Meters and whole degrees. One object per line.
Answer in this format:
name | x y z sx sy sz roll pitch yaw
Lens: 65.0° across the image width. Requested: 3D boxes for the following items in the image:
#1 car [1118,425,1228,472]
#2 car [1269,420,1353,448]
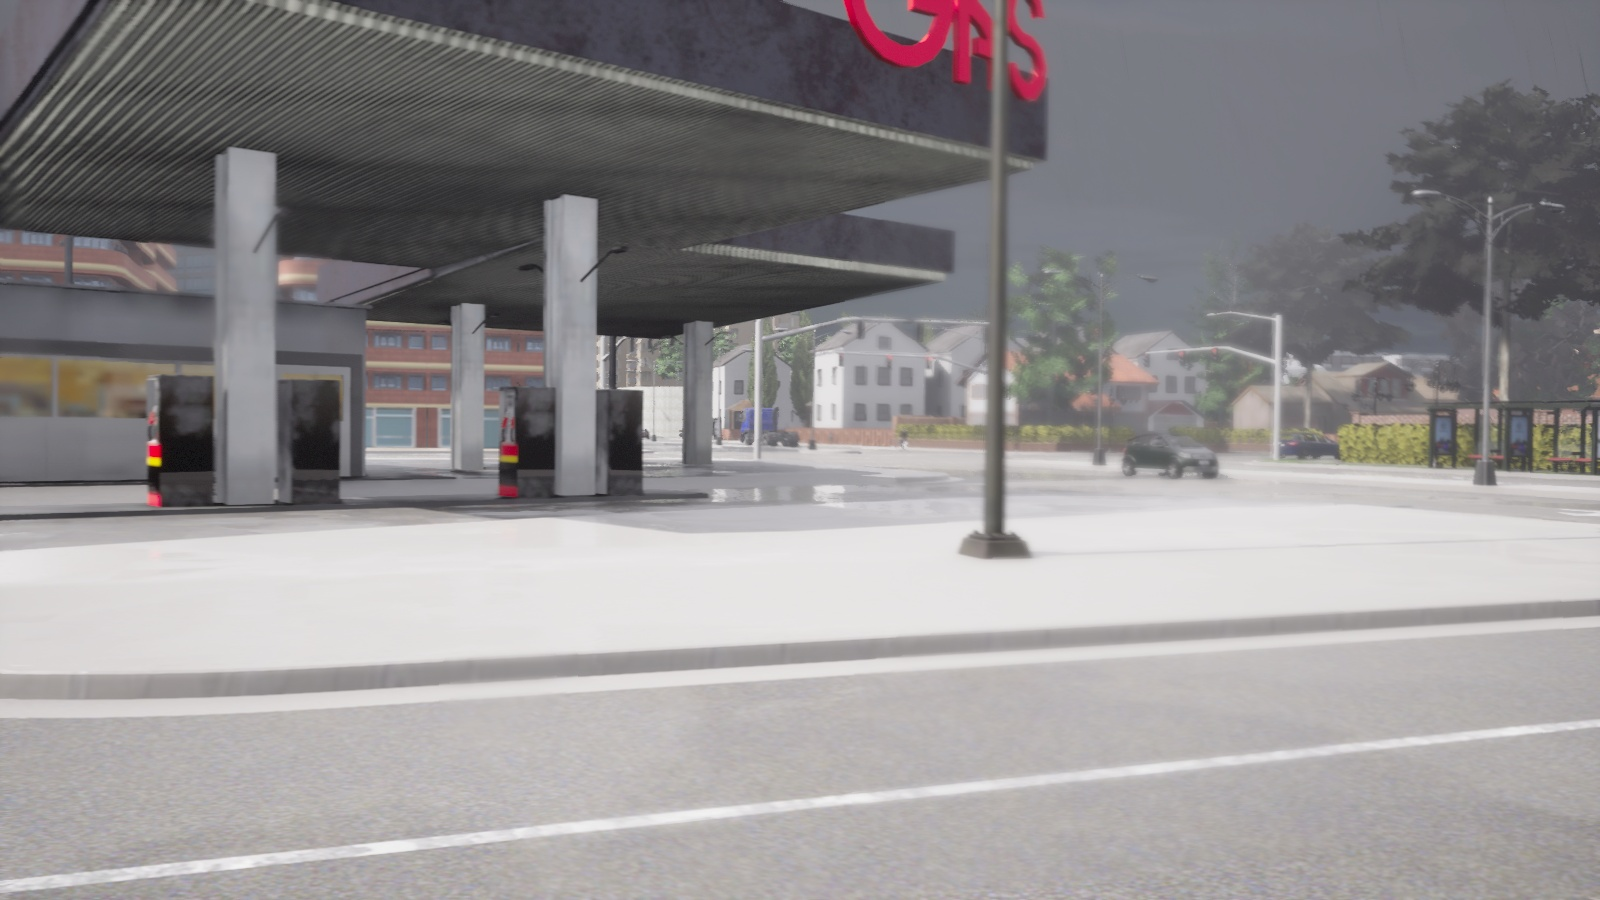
car | 12.884 -0.074 43.578 1.789 1.549 3.705 -1 1 -21
car | 32.034 -0.990 78.713 4.611 1.667 2.242 -1 1 -21
